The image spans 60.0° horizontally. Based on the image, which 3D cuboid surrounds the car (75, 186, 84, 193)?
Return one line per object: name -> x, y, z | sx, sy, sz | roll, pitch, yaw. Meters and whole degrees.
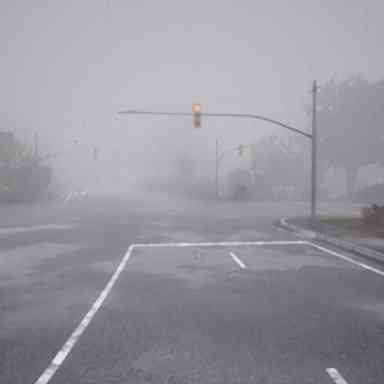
car -> -25.654, -0.637, 75.868 | 1.837, 1.490, 4.892 | -1, 2, -19
